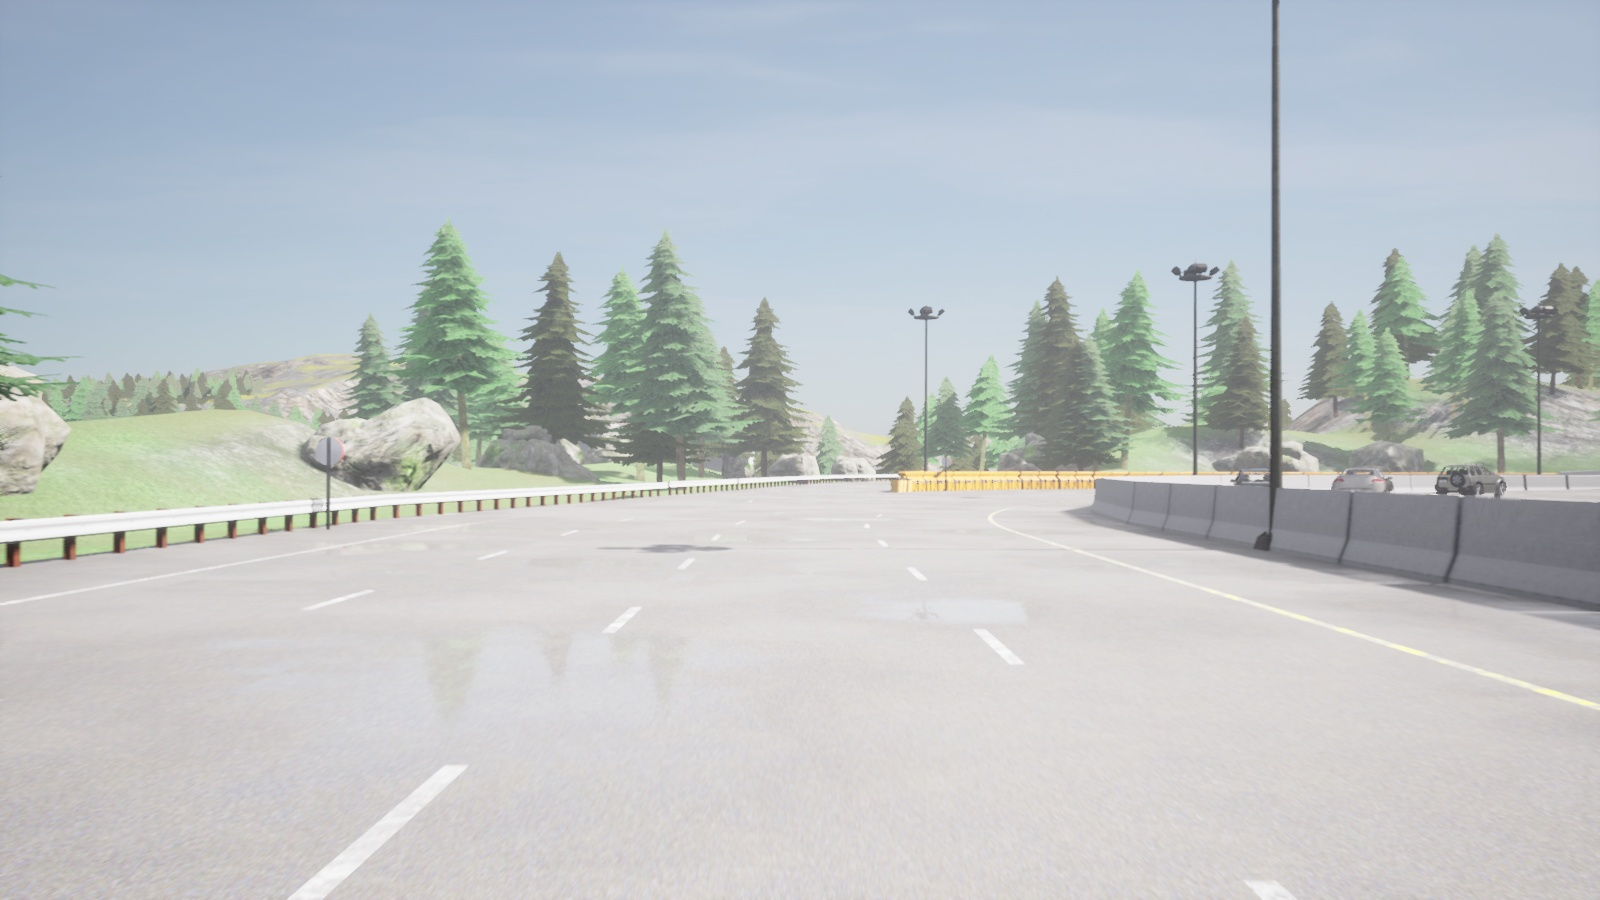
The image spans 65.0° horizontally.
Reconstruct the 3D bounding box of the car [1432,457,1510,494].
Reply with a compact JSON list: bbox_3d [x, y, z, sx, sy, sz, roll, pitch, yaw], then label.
[{"bbox_3d":[35.248,1.327,65.936,4.605,1.855,1.932,0,-1,-39],"label":"car"}]

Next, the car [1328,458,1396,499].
[{"bbox_3d":[23.785,1.178,53.073,2.152,1.651,5.027,-1,-1,29],"label":"car"}]

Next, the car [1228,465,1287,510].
[{"bbox_3d":[16.310,1.305,44.933,1.789,1.549,3.705,-1,-1,17],"label":"car"}]
